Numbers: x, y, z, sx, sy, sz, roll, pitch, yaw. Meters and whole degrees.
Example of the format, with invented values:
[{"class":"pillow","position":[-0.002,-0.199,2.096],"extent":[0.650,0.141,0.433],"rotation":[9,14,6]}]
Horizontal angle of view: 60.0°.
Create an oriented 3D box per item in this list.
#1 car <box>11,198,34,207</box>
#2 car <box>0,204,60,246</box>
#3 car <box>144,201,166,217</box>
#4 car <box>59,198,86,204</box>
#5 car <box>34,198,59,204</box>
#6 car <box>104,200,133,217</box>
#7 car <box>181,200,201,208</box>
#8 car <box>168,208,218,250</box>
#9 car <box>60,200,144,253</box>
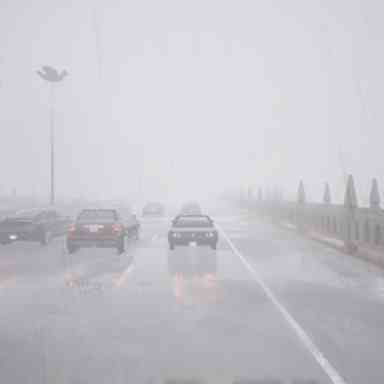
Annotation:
[{"class":"car","position":[-21.310,1.507,42.820],"extent":[2.128,1.511,4.902],"rotation":[0,0,0]},{"class":"car","position":[-6.979,1.510,15.394],"extent":[1.837,1.490,4.892],"rotation":[0,0,0]},{"class":"car","position":[-3.569,1.566,31.839],"extent":[1.994,1.385,4.181],"rotation":[0,0,0]},{"class":"car","position":[-14.310,1.514,41.352],"extent":[1.837,1.490,4.892],"rotation":[0,0,0]},{"class":"car","position":[-17.811,1.538,42.357],"extent":[1.812,1.442,4.674],"rotation":[0,0,0]},{"class":"car","position":[-7.086,1.531,32.309],"extent":[1.812,1.442,4.674],"rotation":[0,0,0]},{"class":"car","position":[-0.086,1.526,32.263],"extent":[1.812,1.442,4.674],"rotation":[0,0,0]},{"class":"car","position":[0.028,1.601,14.352],"extent":[1.895,1.301,4.718],"rotation":[0,0,0]},{"class":"car","position":[-3.472,1.354,13.869],"extent":[2.097,1.767,4.553],"rotation":[0,0,0]}]
